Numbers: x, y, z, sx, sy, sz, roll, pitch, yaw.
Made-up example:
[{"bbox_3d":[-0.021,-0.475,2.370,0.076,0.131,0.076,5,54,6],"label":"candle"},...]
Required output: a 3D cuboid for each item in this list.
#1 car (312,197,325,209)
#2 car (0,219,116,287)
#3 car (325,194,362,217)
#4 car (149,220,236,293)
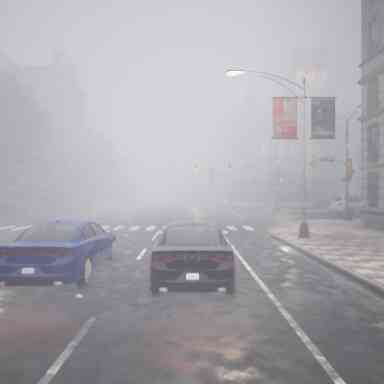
[{"bbox_3d":[19.614,1.304,46.270,5.566,2.045,2.150,0,0,0],"label":"car"},{"bbox_3d":[-3.487,1.494,9.442,1.882,1.535,5.008,0,0,-1],"label":"car"},{"bbox_3d":[15.864,1.277,31.071,5.566,2.045,2.150,0,0,0],"label":"car"},{"bbox_3d":[0.012,1.494,8.976,1.882,1.535,5.008,0,0,0],"label":"car"}]
